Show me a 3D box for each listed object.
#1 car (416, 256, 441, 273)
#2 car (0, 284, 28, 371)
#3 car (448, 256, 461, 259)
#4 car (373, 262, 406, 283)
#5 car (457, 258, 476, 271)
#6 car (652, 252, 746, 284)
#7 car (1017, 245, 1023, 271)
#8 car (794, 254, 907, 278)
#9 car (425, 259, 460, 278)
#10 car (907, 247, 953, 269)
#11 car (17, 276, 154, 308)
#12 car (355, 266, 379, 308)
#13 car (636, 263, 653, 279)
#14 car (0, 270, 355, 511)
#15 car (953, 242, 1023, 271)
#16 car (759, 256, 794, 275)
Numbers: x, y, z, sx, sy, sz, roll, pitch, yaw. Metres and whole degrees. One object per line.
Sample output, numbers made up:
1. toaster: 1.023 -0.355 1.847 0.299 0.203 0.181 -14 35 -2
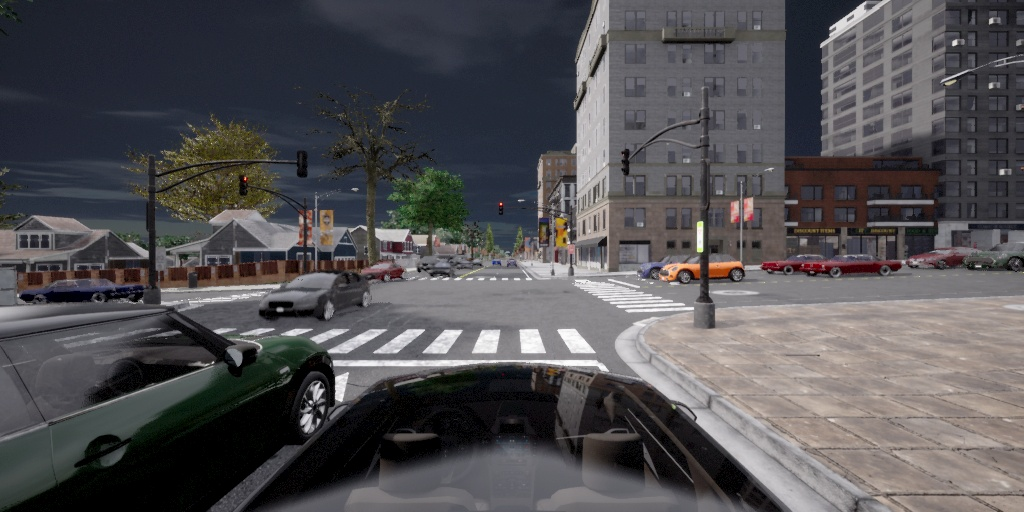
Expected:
1. car: -9.900 0.997 43.458 2.150 2.045 5.566 0 0 0
2. car: -9.854 1.254 4.173 1.837 1.490 4.892 0 0 0
3. car: -9.890 1.046 61.486 2.150 2.045 5.566 0 -1 0
4. car: -10.131 1.239 28.625 1.882 1.535 5.008 0 0 6
5. car: -6.654 1.355 50.989 1.994 1.385 4.181 0 0 0
6. car: 11.355 0.680 21.678 4.553 1.767 2.097 -2 0 0
7. car: 30.027 0.177 18.301 5.357 1.411 2.033 -2 0 0
8. car: 20.339 0.584 21.712 4.718 1.301 1.895 -2 0 0
9. car: -6.576 1.313 34.399 2.033 1.411 5.357 0 0 -2
10. car: 30.410 0.121 24.992 4.674 1.442 1.812 -2 0 0
11. car: -21.634 1.807 18.325 4.718 1.301 1.895 -2 0 0
12. car: -6.605 1.284 12.633 1.837 1.490 4.892 0 0 0
13. car: 11.102 0.679 24.998 4.553 1.767 2.097 -2 0 2
14. car: -3.151 1.102 2.446 2.097 1.767 4.553 0 0 0
15. car: 30.494 -0.046 21.745 4.553 1.767 2.097 -2 0 0
16. car: 20.099 0.583 24.961 4.718 1.301 1.895 -2 0 0
